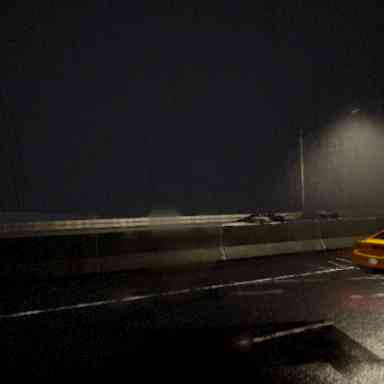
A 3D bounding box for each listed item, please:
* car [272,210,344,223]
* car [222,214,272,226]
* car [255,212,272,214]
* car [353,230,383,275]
[{"bbox_3d":[8.130,2.111,22.451,4.553,1.767,2.097,0,-3,-25],"label":"car"},{"bbox_3d":[4.548,2.526,24.645,4.718,1.301,1.895,0,-3,-25],"label":"car"},{"bbox_3d":[5.968,2.584,29.145,4.892,1.490,1.837,0,-3,-25],"label":"car"},{"bbox_3d":[7.268,1.756,10.287,5.008,1.535,1.882,0,-3,-25],"label":"car"}]
